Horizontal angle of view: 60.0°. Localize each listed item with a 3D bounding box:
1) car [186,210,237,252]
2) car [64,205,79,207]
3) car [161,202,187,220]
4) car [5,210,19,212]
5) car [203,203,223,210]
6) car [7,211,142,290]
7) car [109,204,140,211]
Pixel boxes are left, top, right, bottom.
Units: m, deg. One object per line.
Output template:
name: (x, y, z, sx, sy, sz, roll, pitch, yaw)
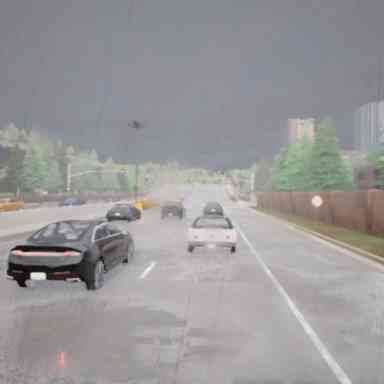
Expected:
car: (0.869, 1.685, 14.304, 1.895, 1.301, 4.718, 1, 0, 4)
car: (-14.986, 1.479, 42.042, 1.882, 1.535, 5.008, 1, -1, 4)
car: (-1.610, 1.632, 29.785, 1.837, 1.490, 4.892, 1, -1, 4)
car: (-19.061, 1.381, 33.910, 1.882, 1.535, 5.008, 1, 0, 4)
car: (2.179, 1.766, 34.098, 1.994, 1.385, 4.181, 1, 0, 4)
car: (-2.941, 1.496, 9.109, 2.128, 1.511, 4.902, 1, 0, 3)
car: (-5.338, 1.622, 26.425, 1.994, 1.385, 4.181, 1, 0, 4)
